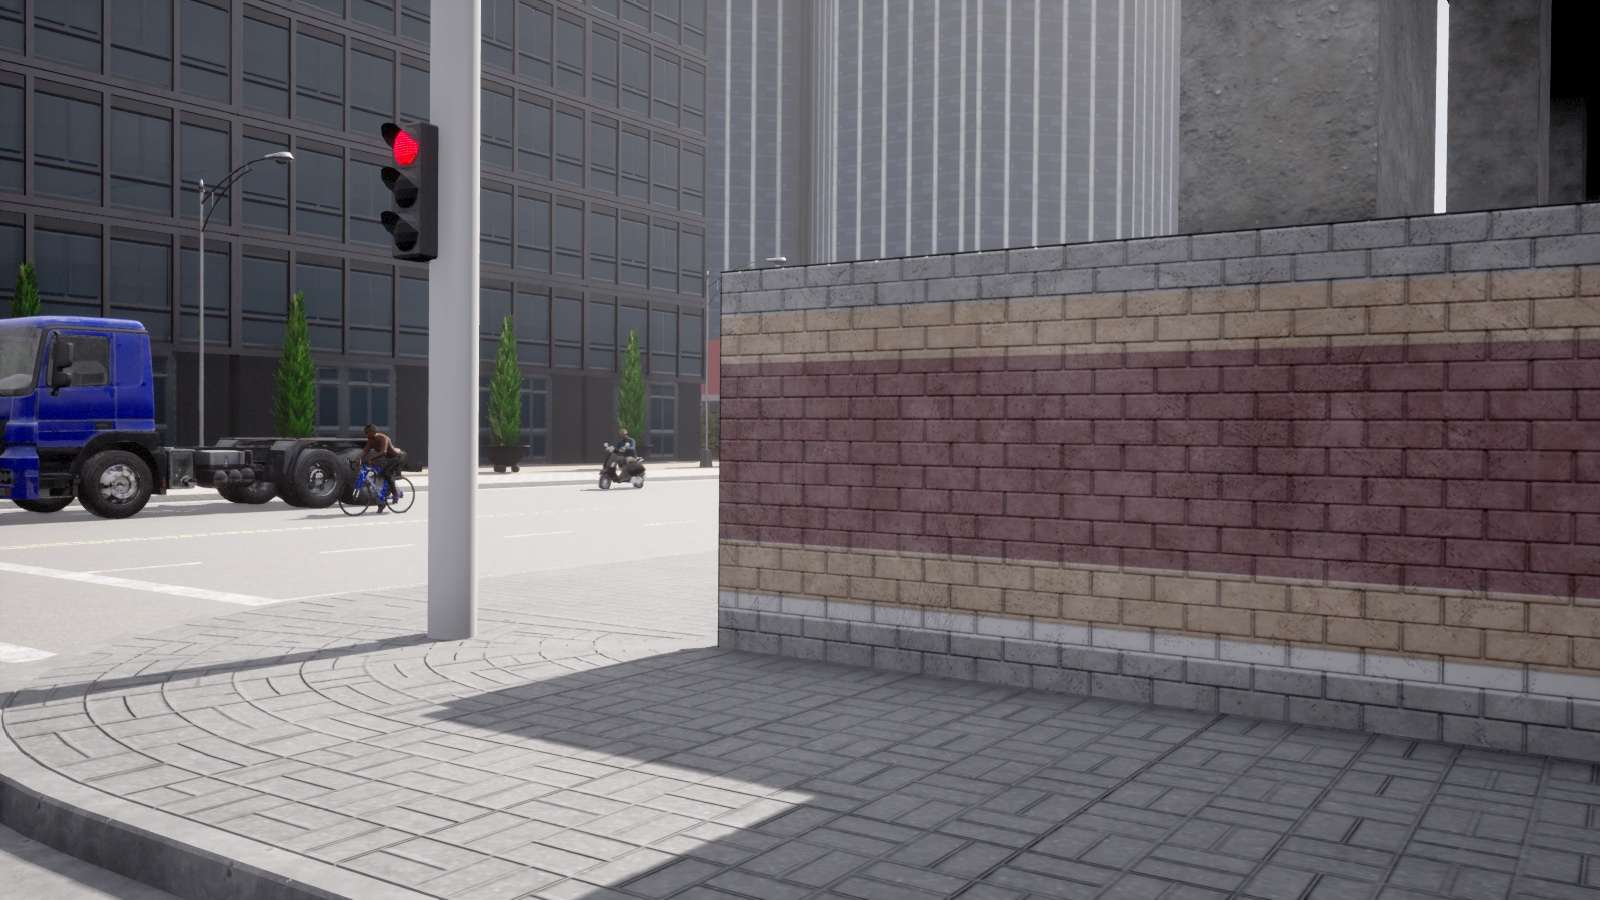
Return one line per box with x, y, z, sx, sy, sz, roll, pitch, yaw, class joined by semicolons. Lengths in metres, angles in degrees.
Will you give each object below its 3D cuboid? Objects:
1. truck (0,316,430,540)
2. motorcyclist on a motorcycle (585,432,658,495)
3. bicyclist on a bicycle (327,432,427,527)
-11.090;-0.417;23.455;2.891;3.462;7.936;0;1;34;truck
-4.681;0.332;33.026;0.866;1.590;1.817;0;1;34;motorcyclist on a motorcycle
-7.542;0.501;22.464;0.582;1.620;1.656;0;1;34;bicyclist on a bicycle
